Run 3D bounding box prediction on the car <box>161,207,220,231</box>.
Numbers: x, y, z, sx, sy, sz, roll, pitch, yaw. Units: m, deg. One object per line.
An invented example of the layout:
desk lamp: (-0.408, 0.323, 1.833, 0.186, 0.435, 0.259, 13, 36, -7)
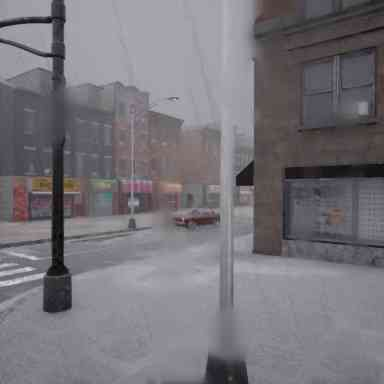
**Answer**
car: (0.151, 1.654, 21.146, 1.895, 1.301, 4.718, 0, 0, 35)
